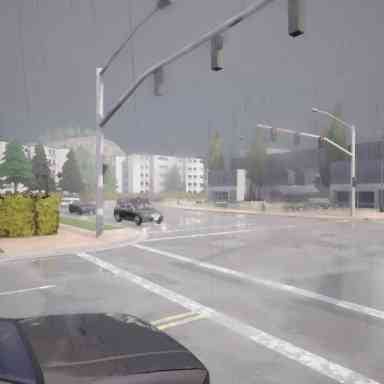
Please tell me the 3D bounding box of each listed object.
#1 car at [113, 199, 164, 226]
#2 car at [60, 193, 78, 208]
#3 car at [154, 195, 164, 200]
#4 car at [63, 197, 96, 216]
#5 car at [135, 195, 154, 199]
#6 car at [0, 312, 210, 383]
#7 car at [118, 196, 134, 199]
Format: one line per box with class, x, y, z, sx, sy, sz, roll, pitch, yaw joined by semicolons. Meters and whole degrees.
car;-3.903;1.492;23.810;2.128;1.511;4.902;0;0;-39
car;-18.001;1.212;49.120;2.150;2.045;5.566;0;1;-14
car;-7.556;1.354;70.921;2.097;1.767;4.553;0;0;17
car;-10.885;1.547;33.261;2.033;1.411;5.357;0;0;-34
car;-8.650;1.505;61.156;1.837;1.490;4.892;0;0;-1
car;-2.380;1.547;2.067;5.357;1.411;2.033;0;0;-35
car;-12.079;1.492;58.840;2.128;1.511;4.902;0;0;-4
